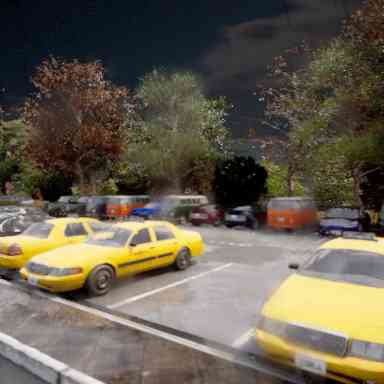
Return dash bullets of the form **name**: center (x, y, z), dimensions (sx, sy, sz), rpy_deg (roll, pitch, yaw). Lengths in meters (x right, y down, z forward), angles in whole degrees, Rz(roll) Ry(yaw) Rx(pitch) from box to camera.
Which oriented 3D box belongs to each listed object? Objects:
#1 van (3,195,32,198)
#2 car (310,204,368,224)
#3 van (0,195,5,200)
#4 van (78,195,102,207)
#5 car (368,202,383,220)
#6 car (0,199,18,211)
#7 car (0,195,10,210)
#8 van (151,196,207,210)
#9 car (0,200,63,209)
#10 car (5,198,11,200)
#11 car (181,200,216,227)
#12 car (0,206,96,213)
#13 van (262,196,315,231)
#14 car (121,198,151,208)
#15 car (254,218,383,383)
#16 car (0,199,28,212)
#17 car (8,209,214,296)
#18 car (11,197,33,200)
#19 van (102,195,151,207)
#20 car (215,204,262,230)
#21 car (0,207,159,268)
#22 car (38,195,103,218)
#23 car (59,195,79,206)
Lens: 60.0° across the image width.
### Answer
- **van**: center (-20.798, 1.400, 39.397), dimensions (1.878, 1.987, 4.442), rpy_deg (0, 0, 36)
- **car**: center (8.394, 1.538, 18.109), dimensions (2.163, 1.488, 4.792), rpy_deg (0, 0, 36)
- **van**: center (-12.707, 1.311, 17.405), dimensions (1.878, 1.987, 4.442), rpy_deg (0, 0, 36)
- **van**: center (-7.365, 1.317, 29.395), dimensions (1.878, 1.987, 4.442), rpy_deg (0, 0, 36)
- **car**: center (10.672, 1.268, 16.531), dimensions (2.435, 2.045, 5.566), rpy_deg (0, 0, 36)
- **car**: center (-25.257, 1.653, 42.471), dimensions (2.097, 1.535, 5.008), rpy_deg (0, 0, 36)
- **car**: center (-27.617, 1.416, 44.150), dimensions (2.435, 2.045, 5.566), rpy_deg (0, 0, 36)
- **van**: center (-0.613, 1.279, 24.523), dimensions (1.878, 1.987, 4.442), rpy_deg (0, 0, 36)
- **car**: center (-8.259, 1.386, 14.083), dimensions (2.185, 1.767, 4.553), rpy_deg (0, 0, 36)
- **car**: center (-18.619, 1.653, 37.681), dimensions (2.002, 1.452, 4.674), rpy_deg (0, 0, 36)
- **car**: center (1.698, 1.527, 23.021), dimensions (2.163, 1.488, 4.792), rpy_deg (0, 0, 36)
- **car**: center (-6.028, 1.505, 12.424), dimensions (2.231, 1.521, 4.892), rpy_deg (0, 0, 36)
- **van**: center (6.134, 1.274, 19.922), dimensions (1.878, 1.987, 4.442), rpy_deg (0, 0, 36)
- **car**: center (-2.803, 1.516, 26.247), dimensions (2.097, 1.535, 5.008), rpy_deg (0, 0, 36)
- **car**: center (2.856, 1.523, 5.778), dimensions (1.946, 1.575, 5.366), rpy_deg (0, 0, 36)
- **car**: center (-23.009, 1.679, 40.850), dimensions (2.002, 1.452, 4.674), rpy_deg (0, 0, 36)
- **car**: center (-1.741, 1.504, 9.102), dimensions (1.946, 1.575, 5.366), rpy_deg (0, 0, 36)
- **car**: center (-16.278, 1.598, 35.978), dimensions (2.097, 1.535, 5.008), rpy_deg (0, 0, 36)
- **van**: center (-4.983, 1.304, 27.961), dimensions (1.878, 1.987, 4.442), rpy_deg (0, 0, 36)
- **car**: center (3.837, 1.525, 21.475), dimensions (2.163, 1.488, 4.792), rpy_deg (0, 0, 36)
- **car**: center (-3.673, 1.499, 10.957), dimensions (1.946, 1.575, 5.366), rpy_deg (0, 0, 36)
- **car**: center (-11.802, 1.319, 32.713), dimensions (2.435, 2.045, 5.566), rpy_deg (0, 0, 36)
- **car**: center (-9.557, 1.306, 31.090), dimensions (2.435, 2.045, 5.566), rpy_deg (0, 0, 36)
